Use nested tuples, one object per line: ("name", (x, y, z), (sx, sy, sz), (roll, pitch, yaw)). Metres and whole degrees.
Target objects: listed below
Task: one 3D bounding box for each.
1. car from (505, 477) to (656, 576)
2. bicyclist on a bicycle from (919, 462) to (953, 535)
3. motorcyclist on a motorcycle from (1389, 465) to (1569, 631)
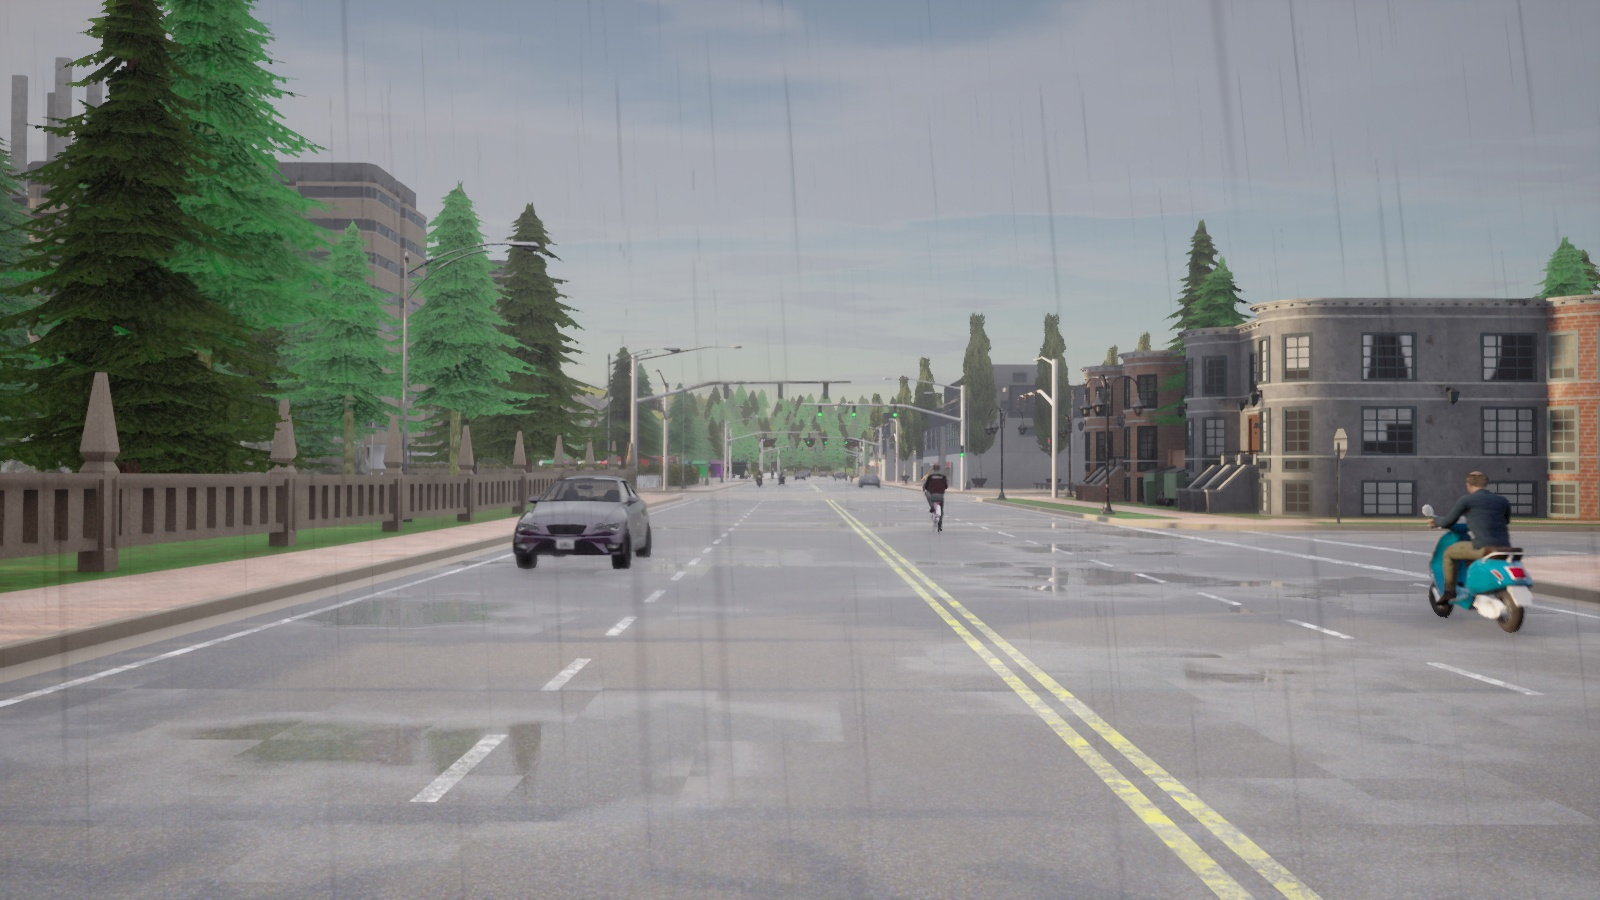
("car", (-3.549, 1.196, 21.024), (1.816, 1.474, 4.193), (0, -1, 0))
("bicyclist on a bicycle", (3.425, 1.205, 31.716), (0.659, 1.776, 1.843), (0, -1, 0))
("motorcyclist on a motorcycle", (6.966, 0.959, 13.003), (0.866, 1.590, 1.817), (0, -1, 0))
